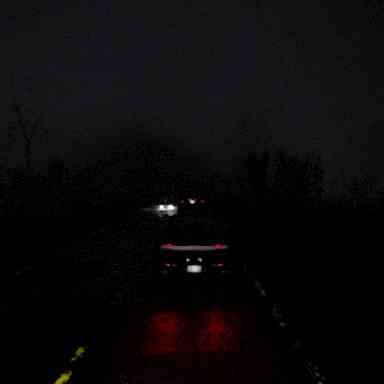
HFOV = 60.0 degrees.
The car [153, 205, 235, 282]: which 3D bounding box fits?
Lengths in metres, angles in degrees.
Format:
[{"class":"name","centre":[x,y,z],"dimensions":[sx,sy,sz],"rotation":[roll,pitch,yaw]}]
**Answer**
[{"class":"car","centre":[0.056,1.339,9.289],"dimensions":[2.128,1.511,4.902],"rotation":[0,1,0]}]

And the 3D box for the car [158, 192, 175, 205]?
[{"class":"car","centre":[-3.155,0.790,42.066],"dimensions":[2.128,1.511,4.902],"rotation":[0,1,0]}]

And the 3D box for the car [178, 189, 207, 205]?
[{"class":"car","centre":[0.041,0.778,26.723],"dimensions":[2.150,2.045,5.566],"rotation":[0,1,0]}]
